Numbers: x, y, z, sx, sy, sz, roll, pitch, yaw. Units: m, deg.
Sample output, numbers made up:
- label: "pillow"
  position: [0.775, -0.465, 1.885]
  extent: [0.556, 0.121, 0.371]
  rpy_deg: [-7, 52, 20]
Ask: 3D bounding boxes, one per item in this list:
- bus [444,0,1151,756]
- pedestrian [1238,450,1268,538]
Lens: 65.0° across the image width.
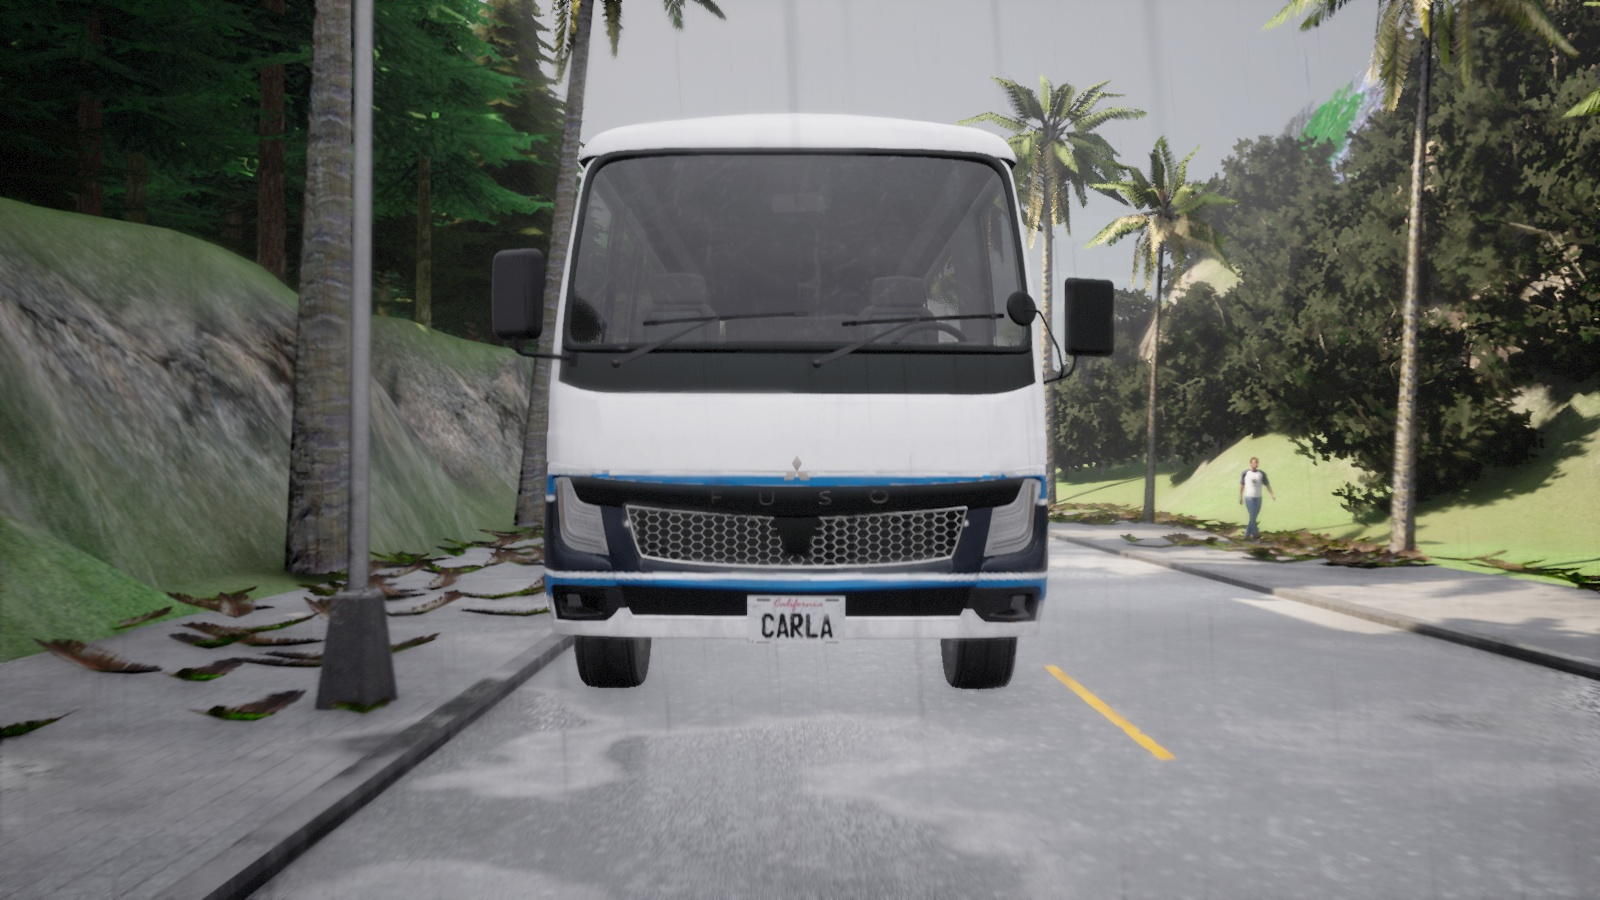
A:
- label: "bus"
  position: [-0.031, -0.358, 12.173]
  extent: [3.944, 4.253, 10.273]
  rpy_deg: [0, -1, 0]
- label: "pedestrian"
  position: [9.508, 0.919, 26.367]
  extent: [0.354, 1.836, 0.706]
  rpy_deg: [0, -1, 1]
